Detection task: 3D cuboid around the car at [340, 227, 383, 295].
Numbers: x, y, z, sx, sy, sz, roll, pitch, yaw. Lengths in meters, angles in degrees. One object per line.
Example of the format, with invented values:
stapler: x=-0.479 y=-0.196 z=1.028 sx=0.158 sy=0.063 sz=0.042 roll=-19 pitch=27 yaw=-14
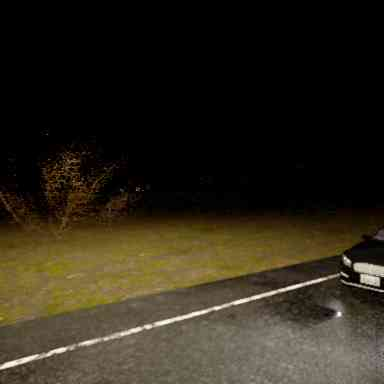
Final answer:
car: x=5.454 y=1.437 z=7.903 sx=4.902 sy=1.511 sz=2.128 roll=0 pitch=0 yaw=-36
